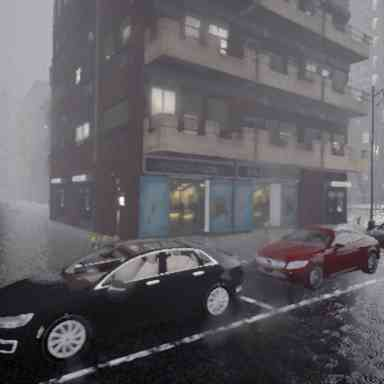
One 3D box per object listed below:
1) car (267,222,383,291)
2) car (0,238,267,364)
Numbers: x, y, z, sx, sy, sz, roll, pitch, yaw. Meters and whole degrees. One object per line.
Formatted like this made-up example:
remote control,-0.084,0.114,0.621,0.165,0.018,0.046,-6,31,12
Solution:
car,3.494,1.575,8.997,4.206,1.307,1.802,0,1,-35
car,-1.016,1.549,5.778,4.403,1.369,2.008,0,1,-35
